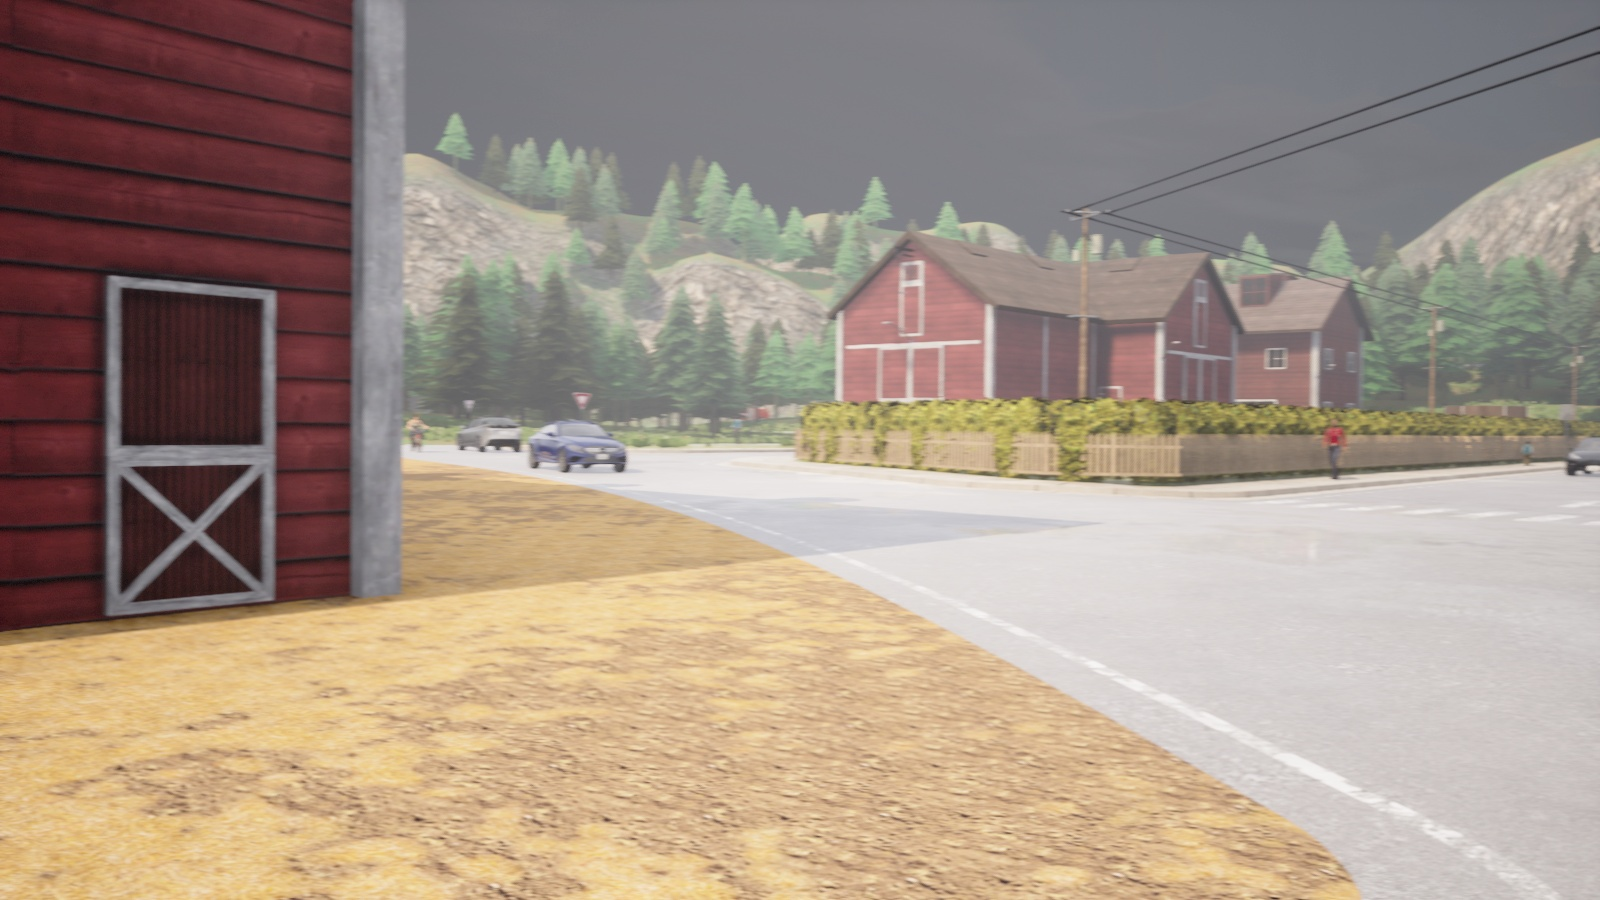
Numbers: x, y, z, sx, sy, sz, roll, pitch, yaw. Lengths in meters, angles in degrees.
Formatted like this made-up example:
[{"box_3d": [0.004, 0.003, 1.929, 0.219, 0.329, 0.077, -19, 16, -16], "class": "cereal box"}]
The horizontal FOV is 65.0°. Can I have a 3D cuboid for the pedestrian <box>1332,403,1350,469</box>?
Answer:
[{"box_3d": [15.349, -0.402, 35.647, 0.331, 1.846, 0.636, 0, 1, 37], "class": "pedestrian"}]

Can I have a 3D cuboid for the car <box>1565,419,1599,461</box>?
[{"box_3d": [30.134, -0.417, 46.588, 2.163, 1.488, 4.792, 0, 2, 42], "class": "car"}]

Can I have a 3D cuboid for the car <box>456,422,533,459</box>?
[{"box_3d": [-13.348, -0.433, 54.718, 2.007, 1.525, 4.514, -1, 2, -31], "class": "car"}]

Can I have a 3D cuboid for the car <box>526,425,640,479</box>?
[{"box_3d": [-6.361, 0.012, 36.335, 1.812, 1.442, 4.674, -1, 1, -29], "class": "car"}]

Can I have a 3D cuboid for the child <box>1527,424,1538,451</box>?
[{"box_3d": [31.445, -0.539, 53.918, 0.343, 1.192, 0.448, 0, 1, 35], "class": "child"}]
